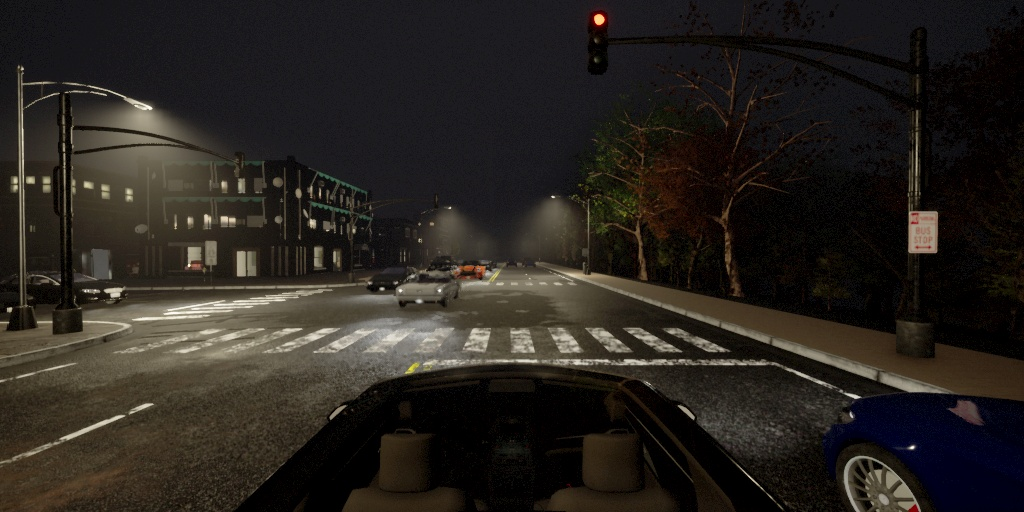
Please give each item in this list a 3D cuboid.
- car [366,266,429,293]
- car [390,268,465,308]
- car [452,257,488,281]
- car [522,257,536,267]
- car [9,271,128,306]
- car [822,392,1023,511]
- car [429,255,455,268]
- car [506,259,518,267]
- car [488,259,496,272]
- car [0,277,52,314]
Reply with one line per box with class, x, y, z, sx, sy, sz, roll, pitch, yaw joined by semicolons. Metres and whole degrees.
car;-6.645;1.293;20.996;2.033;1.411;5.357;0;0;0
car;-3.383;1.348;15.310;1.895;1.301;4.718;0;0;0
car;-3.416;1.094;30.207;2.097;1.767;4.553;0;0;0
car;3.211;1.274;63.678;2.033;1.411;5.357;0;0;0
car;-19.654;1.460;15.540;4.902;1.511;2.128;-1;1;0
car;3.358;1.276;0.873;1.812;1.442;4.674;0;0;1
car;-6.673;0.961;35.222;2.150;2.045;5.566;0;0;0
car;-0.052;1.252;64.955;1.812;1.442;4.674;0;0;0
car;-3.447;1.228;44.986;2.128;1.511;4.902;0;0;0
car;-19.973;1.565;12.833;4.313;1.339;1.948;0;0;0
